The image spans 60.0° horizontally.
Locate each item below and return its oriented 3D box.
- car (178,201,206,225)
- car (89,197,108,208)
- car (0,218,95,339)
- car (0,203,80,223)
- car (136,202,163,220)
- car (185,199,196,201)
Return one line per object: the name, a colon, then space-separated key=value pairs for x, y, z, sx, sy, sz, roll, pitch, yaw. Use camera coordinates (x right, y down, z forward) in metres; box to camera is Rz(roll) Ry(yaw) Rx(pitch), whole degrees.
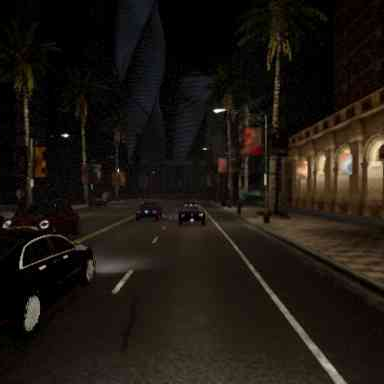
car: x=-0.004 y=1.612 z=24.499 sx=1.895 sy=1.301 sz=4.718 roll=0 pitch=0 yaw=0
car: x=-13.920 y=1.505 z=49.619 sx=2.231 sy=1.521 sz=4.892 roll=0 pitch=0 yaw=-1
car: x=-3.387 y=1.508 z=6.563 sx=1.837 sy=1.490 sz=4.892 roll=0 pitch=0 yaw=0
car: x=-6.978 y=1.360 z=15.857 sx=2.097 sy=1.767 sz=4.553 roll=0 pitch=0 yaw=0
car: x=-3.500 y=1.561 z=27.849 sx=2.033 sy=1.411 sz=5.357 roll=0 pitch=0 yaw=-1
car: x=-0.169 y=1.568 z=43.126 sx=2.033 sy=1.411 sz=5.357 roll=0 pitch=0 yaw=-1
